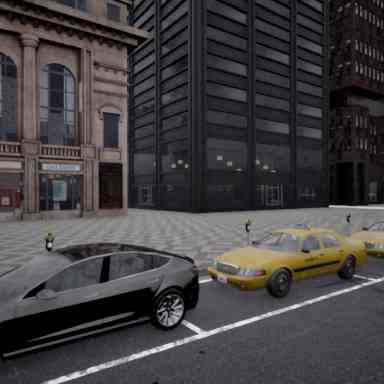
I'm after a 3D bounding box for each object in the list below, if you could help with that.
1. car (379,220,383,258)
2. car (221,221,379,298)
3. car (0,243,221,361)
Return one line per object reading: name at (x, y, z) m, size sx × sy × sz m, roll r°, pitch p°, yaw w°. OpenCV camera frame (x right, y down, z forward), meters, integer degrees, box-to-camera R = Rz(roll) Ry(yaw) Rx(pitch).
car at (7.205, 1.524, 11.751) m, size 4.829 × 1.417 × 1.752 m, roll 0°, pitch 0°, yaw -35°
car at (2.604, 1.524, 8.487) m, size 4.829 × 1.417 × 1.752 m, roll 0°, pitch 0°, yaw -35°
car at (-1.858, 1.566, 5.322) m, size 4.313 × 1.339 × 1.947 m, roll 0°, pitch 0°, yaw -35°
